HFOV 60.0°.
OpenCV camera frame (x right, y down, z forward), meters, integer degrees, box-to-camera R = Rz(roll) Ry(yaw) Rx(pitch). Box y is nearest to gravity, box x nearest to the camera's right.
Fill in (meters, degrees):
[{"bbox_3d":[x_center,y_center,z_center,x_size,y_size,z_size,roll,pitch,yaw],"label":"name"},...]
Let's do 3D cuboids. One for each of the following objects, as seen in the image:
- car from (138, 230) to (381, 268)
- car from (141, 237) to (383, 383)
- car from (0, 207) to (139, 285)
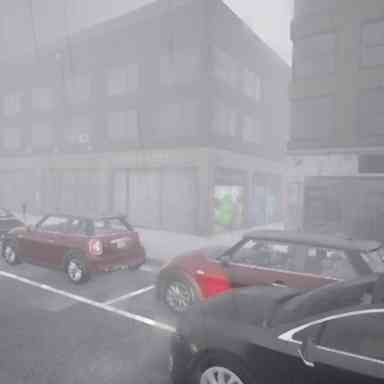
[{"bbox_3d":[1.312,1.377,5.754,4.097,1.590,1.967,2,1,34],"label":"car"},{"bbox_3d":[2.016,1.510,2.903,4.892,1.490,1.837,2,1,34],"label":"car"},{"bbox_3d":[-3.249,1.205,8.865,4.097,1.590,1.967,2,1,34],"label":"car"}]
